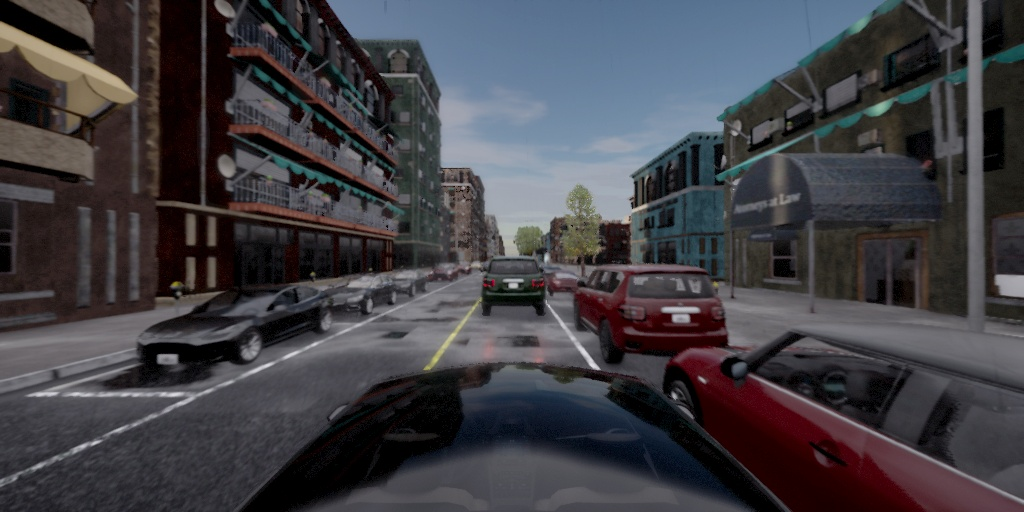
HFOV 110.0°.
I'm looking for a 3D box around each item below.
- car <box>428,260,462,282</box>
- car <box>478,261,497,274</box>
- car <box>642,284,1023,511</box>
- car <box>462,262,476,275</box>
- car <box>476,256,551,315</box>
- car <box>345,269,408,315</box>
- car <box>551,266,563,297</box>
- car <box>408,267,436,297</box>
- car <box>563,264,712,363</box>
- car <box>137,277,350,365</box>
[{"bbox_3d":[-5.686,1.307,30.255,1.967,1.591,4.097,0,0,0],"label":"car"},{"bbox_3d":[-3.082,1.441,46.872,2.128,1.511,4.902,0,0,0],"label":"car"},{"bbox_3d":[2.691,1.193,2.560,1.967,1.591,4.097,0,0,0],"label":"car"},{"bbox_3d":[-5.683,1.361,41.334,1.967,1.591,4.097,0,0,0],"label":"car"},{"bbox_3d":[0.067,1.018,13.900,2.150,2.045,5.566,0,0,0],"label":"car"},{"bbox_3d":[-5.688,1.343,13.639,2.007,1.370,4.403,0,0,0],"label":"car"},{"bbox_3d":[2.693,1.398,19.176,1.802,1.307,4.207,0,0,0],"label":"car"},{"bbox_3d":[-5.687,1.366,19.178,2.007,1.370,4.403,0,0,0],"label":"car"},{"bbox_3d":[2.692,1.087,8.100,2.192,1.841,5.009,0,0,0],"label":"car"},{"bbox_3d":[-5.689,1.338,8.102,1.948,1.339,4.313,0,0,0],"label":"car"}]
